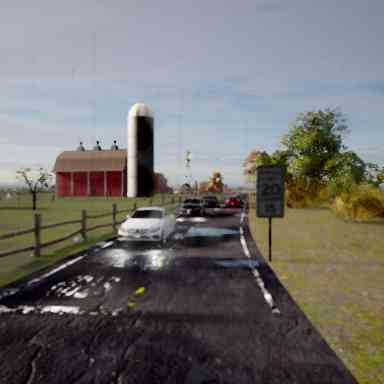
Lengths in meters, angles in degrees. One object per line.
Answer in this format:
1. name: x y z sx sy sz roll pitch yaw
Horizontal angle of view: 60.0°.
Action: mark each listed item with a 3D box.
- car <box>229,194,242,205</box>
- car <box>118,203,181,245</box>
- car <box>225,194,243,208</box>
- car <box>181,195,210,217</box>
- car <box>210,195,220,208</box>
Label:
1. car: 6.893 1.121 51.837 1.837 1.490 4.892 0 0 10
2. car: -1.852 1.404 15.083 1.812 1.442 4.674 0 0 6
3. car: 5.219 1.204 41.971 1.812 1.442 4.674 0 0 10
4. car: 0.123 1.274 28.887 1.837 1.490 4.892 0 1 10
5. car: 2.283 1.154 41.359 1.882 1.535 5.008 0 1 11
